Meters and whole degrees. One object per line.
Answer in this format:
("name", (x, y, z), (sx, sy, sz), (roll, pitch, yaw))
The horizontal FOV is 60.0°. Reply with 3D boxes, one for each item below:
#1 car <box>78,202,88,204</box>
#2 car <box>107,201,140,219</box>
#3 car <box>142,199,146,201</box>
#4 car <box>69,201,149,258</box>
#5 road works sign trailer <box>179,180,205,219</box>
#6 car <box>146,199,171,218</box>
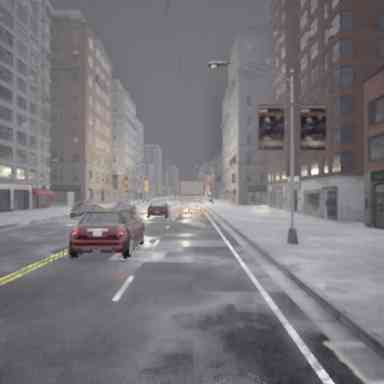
("car", (-9.848, 1.674, 31.028), (1.837, 1.490, 4.892), (0, -1, 0))
("car", (-6.595, 1.667, 32.574), (2.128, 1.511, 4.902), (0, 0, 0))
("car", (-9.755, 1.670, 72.518), (2.033, 1.411, 5.357), (0, 0, 0))
("car", (-3.150, 1.423, 13.213), (2.097, 1.767, 4.553), (0, 0, 0))
("road works sign trailer", (-0.002, 0.632, 31.142), (2.380, 3.560, 2.880), (0, 0, 0))
("car", (-3.140, 1.652, 32.308), (1.882, 1.535, 5.008), (0, 0, 0))
